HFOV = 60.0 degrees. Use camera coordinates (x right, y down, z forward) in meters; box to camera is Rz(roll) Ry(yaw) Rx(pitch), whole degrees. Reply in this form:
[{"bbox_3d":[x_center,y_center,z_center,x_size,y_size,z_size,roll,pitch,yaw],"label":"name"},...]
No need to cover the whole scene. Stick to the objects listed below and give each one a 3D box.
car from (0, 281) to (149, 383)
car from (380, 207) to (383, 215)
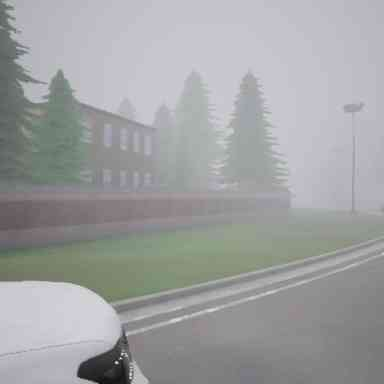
[{"bbox_3d":[-2.974,1.215,1.689,5.566,2.045,2.150,1,0,-35],"label":"car"},{"bbox_3d":[22.303,1.927,35.966,1.895,1.301,4.718,0,0,6],"label":"car"}]
